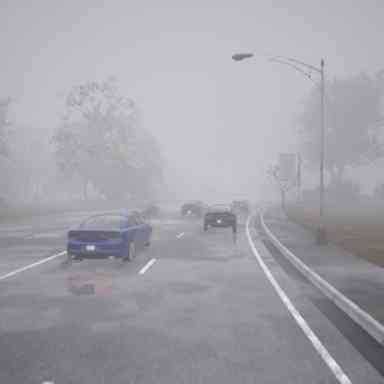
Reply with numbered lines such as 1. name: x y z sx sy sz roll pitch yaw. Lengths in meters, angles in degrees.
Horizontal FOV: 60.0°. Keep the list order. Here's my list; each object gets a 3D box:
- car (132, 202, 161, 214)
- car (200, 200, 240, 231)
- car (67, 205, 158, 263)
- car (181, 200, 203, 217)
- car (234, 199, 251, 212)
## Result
1. car: -4.163 1.521 28.076 2.033 1.411 5.357 0 0 11
2. car: 1.873 1.480 20.821 1.882 1.535 5.008 0 0 9
3. car: -2.728 1.465 12.097 1.882 1.535 5.008 0 0 5
4. car: 0.297 1.496 31.323 1.837 1.490 4.892 0 0 12
5. car: 5.671 1.503 38.684 2.128 1.511 4.902 0 0 14
